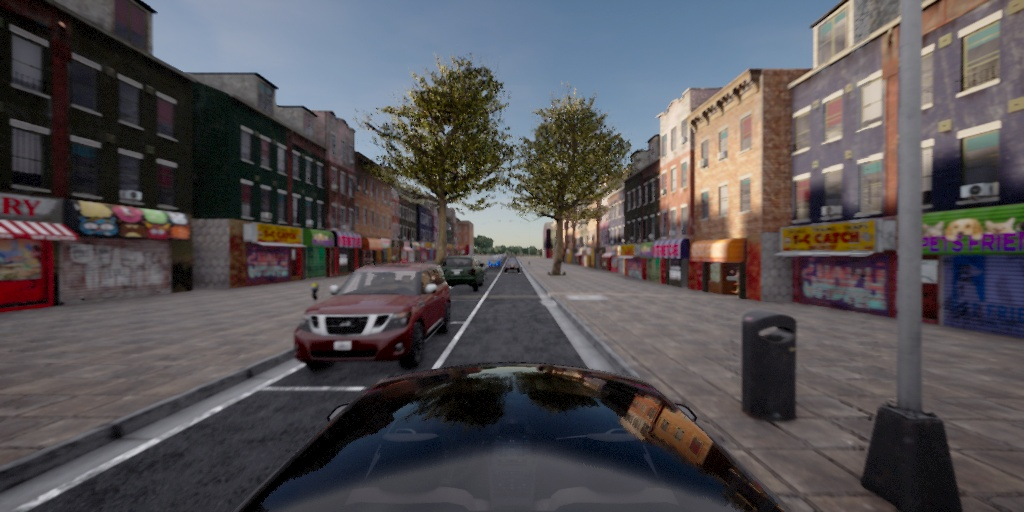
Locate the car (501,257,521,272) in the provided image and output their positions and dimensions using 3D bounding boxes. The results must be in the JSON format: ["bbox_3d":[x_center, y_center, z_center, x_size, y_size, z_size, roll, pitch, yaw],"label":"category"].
[{"bbox_3d":[0.057,1.186,44.438,2.033,1.411,5.357,0,1,1],"label":"car"}]

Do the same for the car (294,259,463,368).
[{"bbox_3d":[-2.637,1.096,8.114,2.192,1.841,5.009,0,0,0],"label":"car"}]

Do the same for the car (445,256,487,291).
[{"bbox_3d":[-2.976,1.002,22.119,2.150,2.045,5.566,0,0,0],"label":"car"}]

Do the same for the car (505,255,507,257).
[{"bbox_3d":[0.043,0.956,62.211,1.994,1.385,4.181,0,1,1],"label":"car"}]

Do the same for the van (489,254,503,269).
[{"bbox_3d":[-2.625,0.885,52.491,1.690,1.789,3.998,0,0,0],"label":"van"}]

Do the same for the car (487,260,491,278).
[{"bbox_3d":[-3.014,1.249,29.090,1.837,1.490,4.892,0,0,0],"label":"car"}]

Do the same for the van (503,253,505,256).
[{"bbox_3d":[-2.623,0.709,63.585,1.690,1.789,3.998,0,0,0],"label":"van"}]
